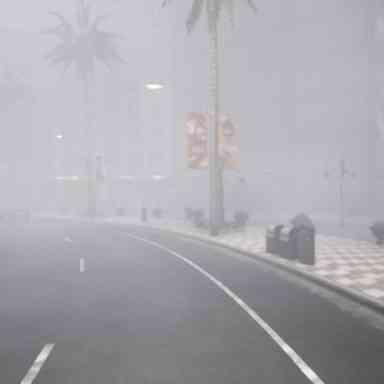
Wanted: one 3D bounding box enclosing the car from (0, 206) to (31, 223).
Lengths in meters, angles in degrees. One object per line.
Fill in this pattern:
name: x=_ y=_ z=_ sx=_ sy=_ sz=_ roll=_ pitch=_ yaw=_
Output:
car: x=-17.303 y=2.080 z=31.848 sx=4.902 sy=1.511 sz=2.128 roll=-1 pitch=-1 yaw=38
